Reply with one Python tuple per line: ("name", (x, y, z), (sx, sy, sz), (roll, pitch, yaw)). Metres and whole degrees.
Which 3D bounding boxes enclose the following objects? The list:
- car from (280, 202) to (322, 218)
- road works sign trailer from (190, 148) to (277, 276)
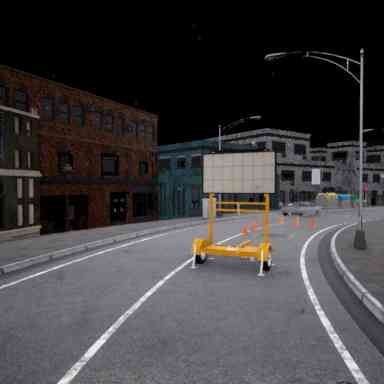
("car", (10.109, 1.601, 30.688), (4.718, 1.301, 1.895), (0, 1, -45))
("road works sign trailer", (1.522, 0.461, 10.620), (2.380, 3.560, 2.880), (0, 0, 24))
